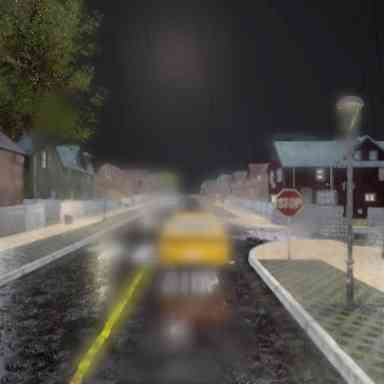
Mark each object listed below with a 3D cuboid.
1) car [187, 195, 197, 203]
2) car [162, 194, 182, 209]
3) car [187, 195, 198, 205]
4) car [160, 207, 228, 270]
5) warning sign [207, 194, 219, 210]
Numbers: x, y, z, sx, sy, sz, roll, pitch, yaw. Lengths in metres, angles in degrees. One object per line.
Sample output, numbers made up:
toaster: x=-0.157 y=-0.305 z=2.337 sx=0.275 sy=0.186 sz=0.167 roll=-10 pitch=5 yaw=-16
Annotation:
car: x=-0.012 y=1.505 z=72.036 sx=2.128 sy=1.511 sz=4.902 roll=0 pitch=0 yaw=0
car: x=-2.862 y=1.291 z=45.821 sx=2.150 sy=2.045 sz=5.566 roll=0 pitch=0 yaw=-1
car: x=0.039 y=1.618 z=61.396 sx=1.837 sy=1.490 sz=4.892 roll=0 pitch=0 yaw=0
car: x=0.063 y=1.488 z=11.090 sx=1.882 sy=1.535 sz=5.008 roll=0 pitch=0 yaw=0
warning sign: x=2.484 y=1.170 z=38.854 sx=1.300 sy=1.860 sz=1.060 roll=-2 pitch=-2 yaw=0
